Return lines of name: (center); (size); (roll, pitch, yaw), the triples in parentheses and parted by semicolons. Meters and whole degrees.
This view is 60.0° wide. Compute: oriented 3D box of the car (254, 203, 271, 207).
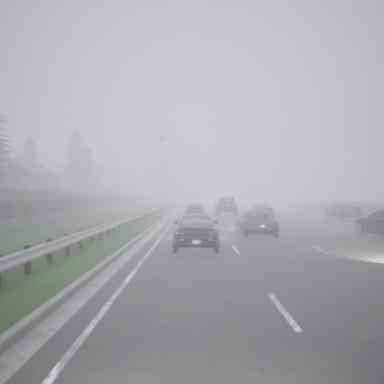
car: (7.262, 1.878, 34.493); (1.812, 1.442, 4.674); (0, -1, 0)

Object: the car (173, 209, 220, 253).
car: (0.169, 1.670, 14.381); (1.812, 1.442, 4.674); (0, -1, 0)

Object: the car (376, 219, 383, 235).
car: (7.141, 1.663, 8.897); (1.994, 1.385, 4.181); (0, -1, 0)

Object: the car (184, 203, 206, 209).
car: (0.266, 1.832, 32.857); (1.837, 1.490, 4.892); (0, -1, 0)

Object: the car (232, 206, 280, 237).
car: (3.693, 1.762, 19.295); (1.994, 1.385, 4.181); (0, -1, 1)

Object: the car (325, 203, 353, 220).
car: (14.258, 1.824, 31.529); (2.128, 1.511, 4.902); (0, -1, 0)

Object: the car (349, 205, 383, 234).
car: (10.688, 1.669, 17.849); (1.882, 1.535, 5.008); (0, -1, 0)

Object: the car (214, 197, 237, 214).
car: (3.792, 1.602, 37.763); (2.150, 2.045, 5.566); (0, -1, 0)
